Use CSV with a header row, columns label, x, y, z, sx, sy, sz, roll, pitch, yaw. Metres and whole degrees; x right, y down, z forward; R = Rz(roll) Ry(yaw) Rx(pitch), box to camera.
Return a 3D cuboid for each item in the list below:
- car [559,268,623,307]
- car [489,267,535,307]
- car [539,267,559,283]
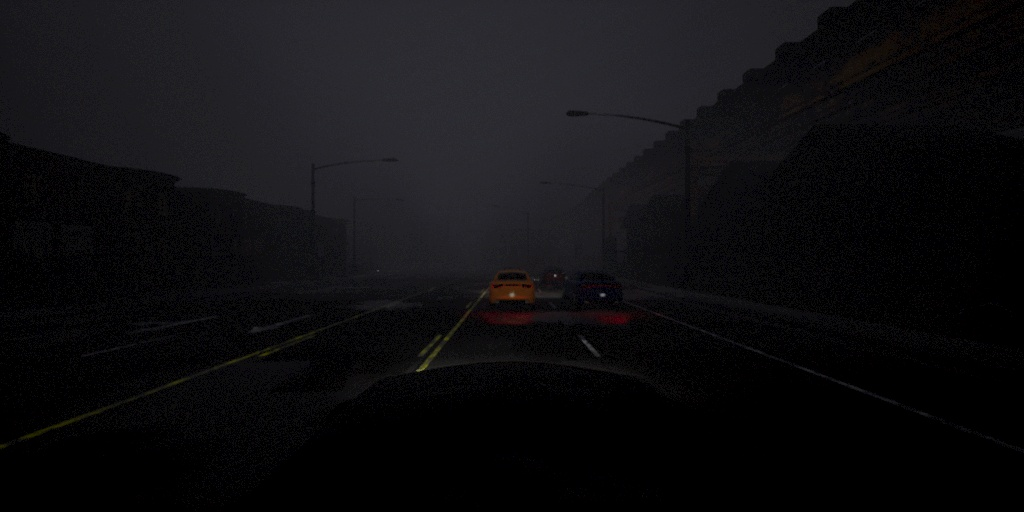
label,x,y,z,sx,sy,sz,roll,pitch,yaw
car,3.513,1.366,16.324,1.882,1.535,5.008,0,0,0
car,0.012,1.366,16.325,1.882,1.535,5.008,0,0,0
car,3.517,1.592,31.130,1.994,1.385,4.181,0,0,0
